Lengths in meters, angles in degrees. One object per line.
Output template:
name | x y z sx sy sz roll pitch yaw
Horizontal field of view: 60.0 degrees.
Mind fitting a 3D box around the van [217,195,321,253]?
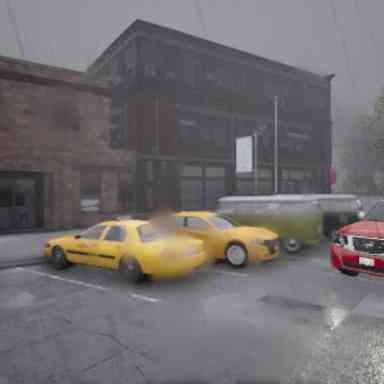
van | 2.751 1.154 13.097 4.442 1.987 1.878 -1 0 34

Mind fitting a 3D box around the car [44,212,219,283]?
car | -2.136 1.466 9.596 5.366 1.575 1.946 -1 0 34

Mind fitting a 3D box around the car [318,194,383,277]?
car | 6.033 1.112 8.842 5.566 2.045 2.150 -1 1 -36

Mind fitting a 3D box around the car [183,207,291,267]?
car | 0.438 1.426 11.272 5.008 1.535 2.097 -1 -1 34

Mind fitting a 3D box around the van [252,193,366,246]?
van | 5.171 1.106 14.871 4.442 1.987 1.878 -1 0 34
